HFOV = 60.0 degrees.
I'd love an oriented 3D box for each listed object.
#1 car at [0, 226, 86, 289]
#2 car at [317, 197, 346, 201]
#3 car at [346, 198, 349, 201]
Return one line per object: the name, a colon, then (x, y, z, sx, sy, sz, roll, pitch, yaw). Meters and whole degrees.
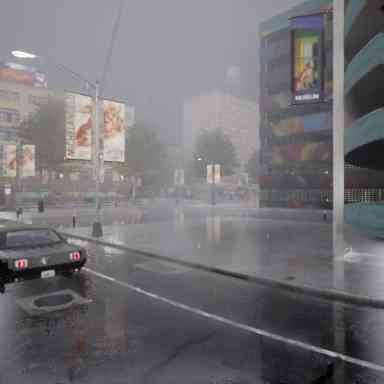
car: (-4.853, 1.601, 9.283, 1.895, 1.301, 4.718, 0, 0, -44)
car: (17.393, 1.320, 42.573, 4.674, 1.452, 2.002, 0, 0, -42)
car: (23.629, 1.413, 53.837, 4.786, 1.482, 2.161, 0, 0, -42)
